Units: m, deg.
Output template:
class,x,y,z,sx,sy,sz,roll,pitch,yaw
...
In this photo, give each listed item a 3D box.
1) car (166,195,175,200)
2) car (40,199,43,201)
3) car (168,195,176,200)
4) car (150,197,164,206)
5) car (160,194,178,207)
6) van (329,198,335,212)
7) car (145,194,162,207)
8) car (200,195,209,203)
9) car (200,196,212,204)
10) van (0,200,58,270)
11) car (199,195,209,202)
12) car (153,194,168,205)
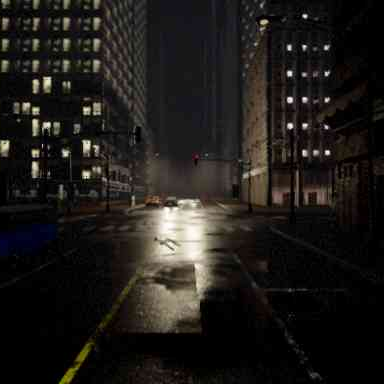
class,x,y,z,sx,sy,sz,roll,pitch,yaw
car,-5.652,1.459,87.848,1.887,1.381,4.507,1,0,0
car,-16.482,1.466,33.405,4.097,1.590,1.967,0,-1,0
car,-5.650,1.459,93.423,2.008,1.369,4.403,1,0,0
car,-5.662,1.528,54.397,1.802,1.307,4.206,1,0,0
car,-2.987,1.451,48.763,2.128,1.511,4.902,0,0,0
van,15.993,1.419,33.324,3.998,1.788,1.690,0,-1,0
car,-5.660,1.392,48.822,1.967,1.590,4.097,1,0,0
car,2.725,1.455,71.358,1.752,1.417,4.829,1,0,0
car,2.720,1.522,60.032,1.802,1.307,4.206,1,0,0
van,-5.806,1.331,10.756,1.690,1.788,3.998,1,0,0
car,2.725,1.490,76.765,1.947,1.339,4.313,1,0,0
car,-5.655,1.256,59.972,2.192,1.841,5.009,1,0,0
